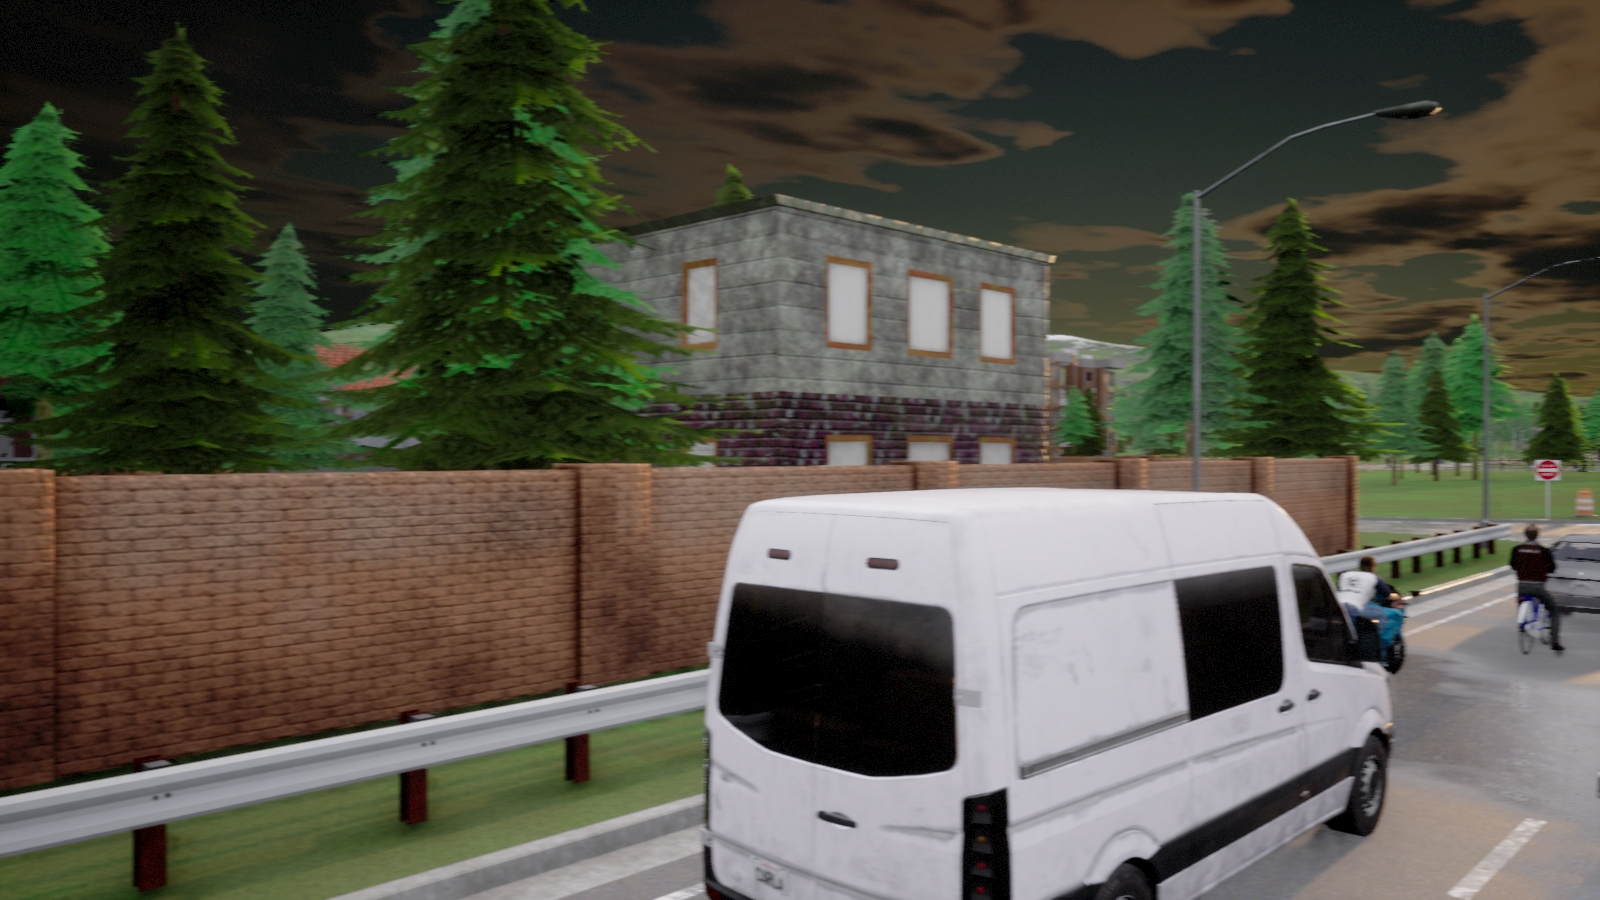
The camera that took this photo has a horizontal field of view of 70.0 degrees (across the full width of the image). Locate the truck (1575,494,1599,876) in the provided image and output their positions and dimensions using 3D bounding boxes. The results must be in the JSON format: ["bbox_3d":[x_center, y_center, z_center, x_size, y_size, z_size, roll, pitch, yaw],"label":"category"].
[{"bbox_3d":[7.869,1.566,8.490,2.627,2.467,5.204,0,-1,44],"label":"truck"}]

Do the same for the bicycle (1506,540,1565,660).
[{"bbox_3d":[10.340,2.066,16.038,0.329,1.471,1.835,0,0,44],"label":"bicycle"}]

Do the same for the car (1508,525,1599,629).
[{"bbox_3d":[13.862,2.127,19.648,1.994,1.385,4.181,0,0,44],"label":"car"}]

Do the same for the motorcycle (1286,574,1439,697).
[{"bbox_3d":[6.821,2.189,13.815,2.033,1.199,0.803,0,0,-36],"label":"motorcycle"}]

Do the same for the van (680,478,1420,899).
[{"bbox_3d":[2.128,1.535,7.627,1.988,2.561,5.915,0,0,44],"label":"van"}]
